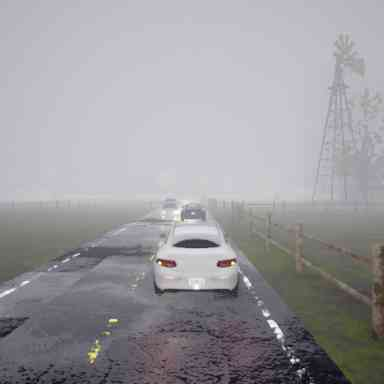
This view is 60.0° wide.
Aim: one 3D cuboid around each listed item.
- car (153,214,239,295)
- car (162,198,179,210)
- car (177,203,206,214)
[{"bbox_3d":[0.095,1.527,8.597,1.812,1.442,4.674,0,0,0],"label":"car"},{"bbox_3d":[-2.753,1.510,42.901,1.837,1.490,4.892,0,0,0],"label":"car"},{"bbox_3d":[0.097,1.565,26.885,1.994,1.385,4.181,0,0,0],"label":"car"}]
